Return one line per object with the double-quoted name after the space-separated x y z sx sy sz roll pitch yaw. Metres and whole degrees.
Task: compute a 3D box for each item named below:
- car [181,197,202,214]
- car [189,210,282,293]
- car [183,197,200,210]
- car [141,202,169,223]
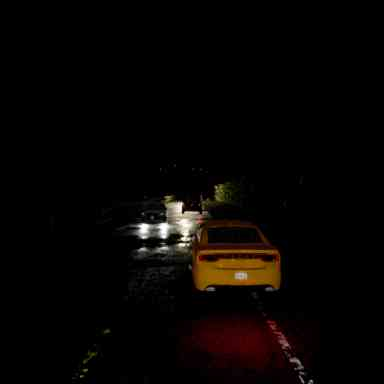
-0.003 1.352 35.079 2.097 1.767 4.553 0 0 0 "car"
0.944 1.477 8.925 1.882 1.535 5.008 0 0 0 "car"
-0.033 1.492 45.039 2.128 1.511 4.902 0 0 0 "car"
-2.805 1.525 25.812 1.812 1.442 4.674 0 0 0 "car"
